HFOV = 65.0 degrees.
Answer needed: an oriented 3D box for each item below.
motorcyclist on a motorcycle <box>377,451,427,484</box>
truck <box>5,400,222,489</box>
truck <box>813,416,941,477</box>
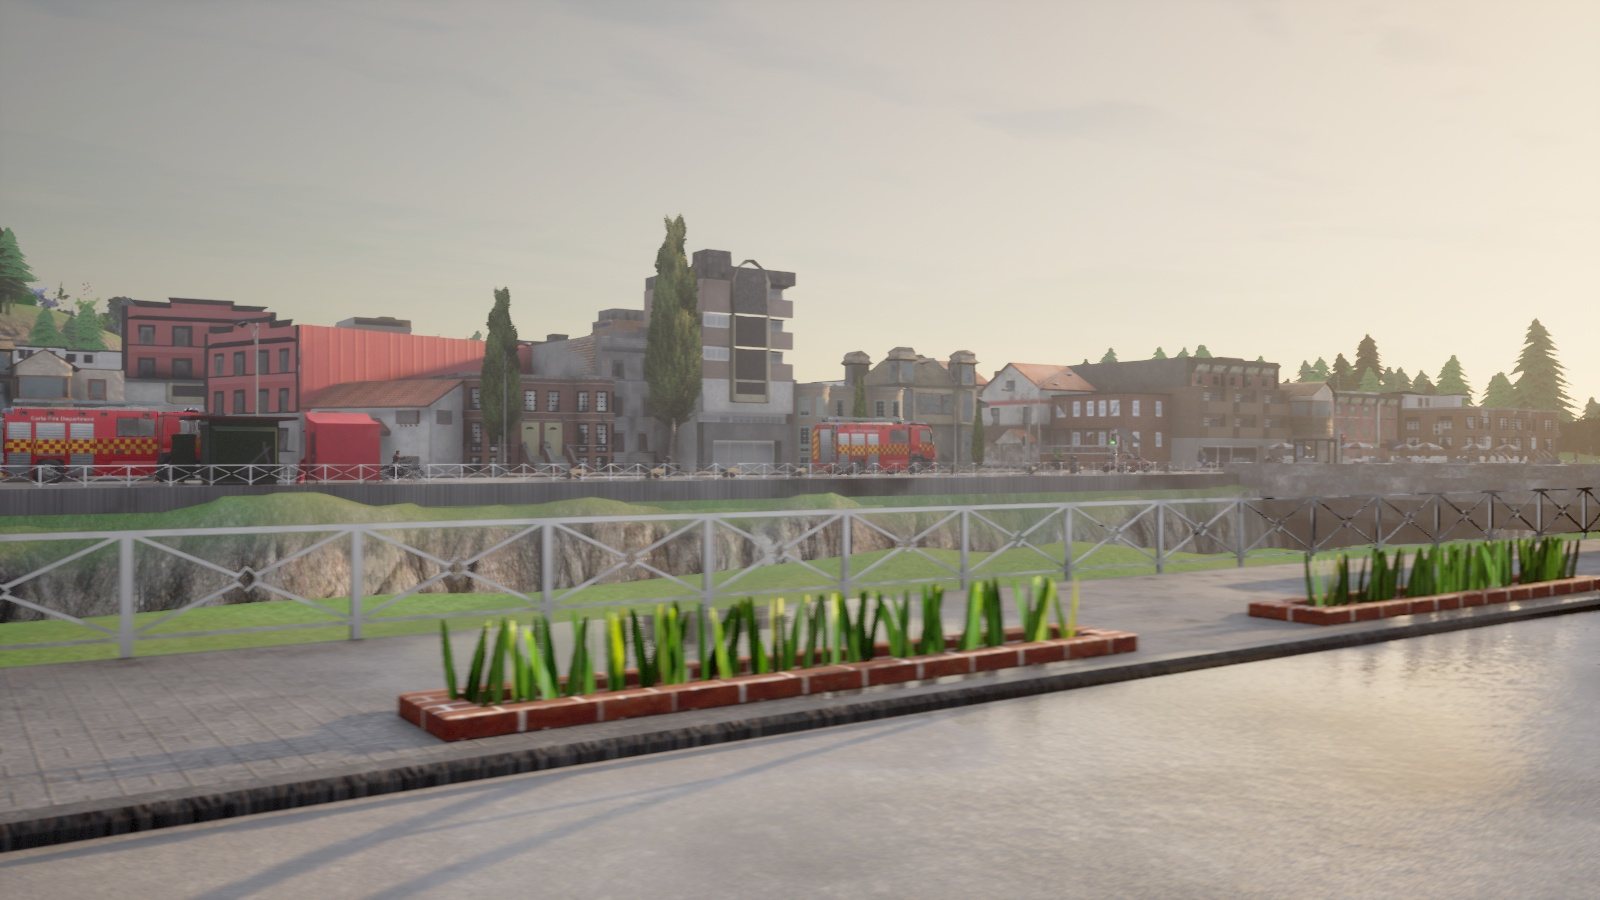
[{"bbox_3d":[-20.640,0.898,65.083,2.350,1.649,0.766,0,0,-35],"label":"motorcyclist on a motorcycle"},{"bbox_3d":[-31.380,-0.212,57.608,8.468,3.827,2.891,0,0,-35],"label":"truck"},{"bbox_3d":[5.161,-0.227,83.058,8.468,3.827,2.891,0,0,-35],"label":"truck"}]
